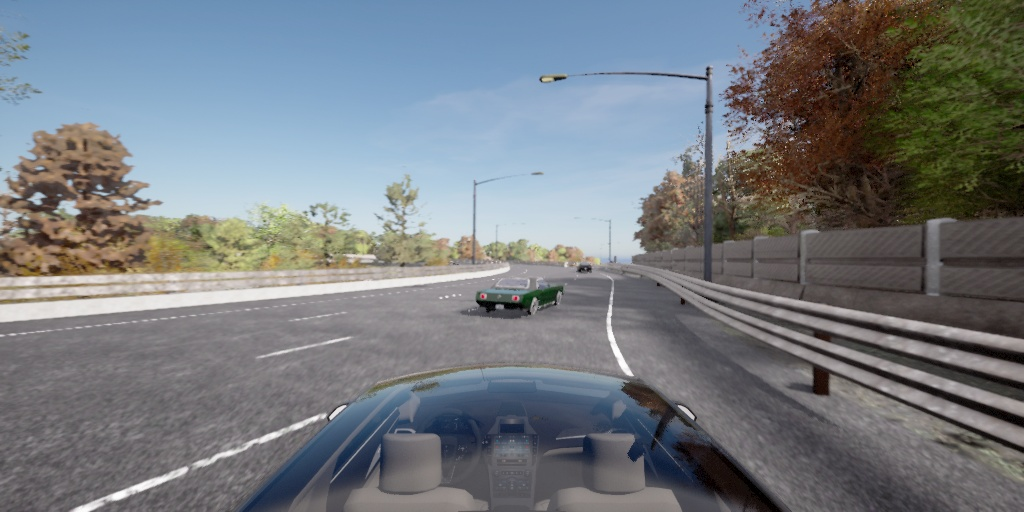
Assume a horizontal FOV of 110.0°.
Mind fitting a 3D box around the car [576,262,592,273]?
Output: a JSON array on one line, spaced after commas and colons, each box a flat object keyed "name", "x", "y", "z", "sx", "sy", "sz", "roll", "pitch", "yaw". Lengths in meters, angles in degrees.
[{"name": "car", "x": 10.785, "y": 1.693, "z": 53.940, "sx": 1.882, "sy": 1.535, "sz": 5.008, "roll": 1, "pitch": -1, "yaw": 4}]

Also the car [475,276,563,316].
[{"name": "car", "x": 0.524, "y": 1.432, "z": 13.963, "sx": 1.895, "sy": 1.301, "sz": 4.718, "roll": 1, "pitch": 0, "yaw": 25}]
